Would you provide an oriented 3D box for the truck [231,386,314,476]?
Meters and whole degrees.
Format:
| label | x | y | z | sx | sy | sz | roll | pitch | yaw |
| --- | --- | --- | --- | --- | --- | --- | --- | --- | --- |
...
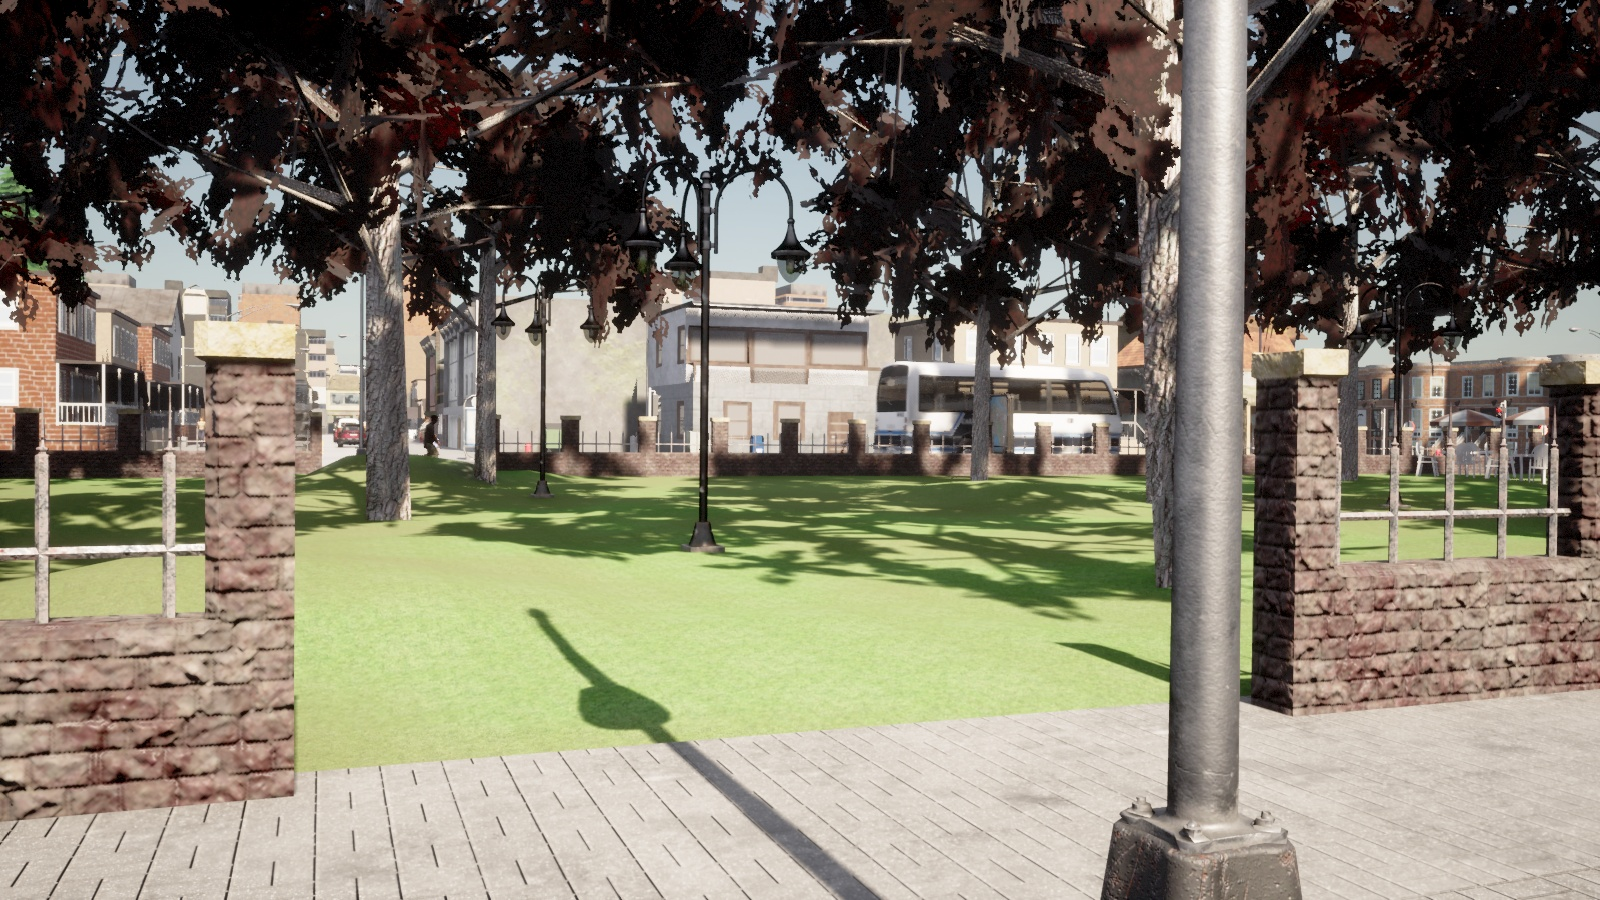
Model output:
| label | x | y | z | sx | sy | sz | roll | pitch | yaw |
| --- | --- | --- | --- | --- | --- | --- | --- | --- | --- |
| truck | -21.961 | -0.796 | 52.166 | 2.891 | 3.462 | 7.936 | -1 | 1 | -24 |

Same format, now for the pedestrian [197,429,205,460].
| label | x | y | z | sx | sy | sz | roll | pitch | yaw |
| --- | --- | --- | --- | --- | --- | --- | --- | --- | --- |
| pedestrian | -35.434 | -0.318 | 74.301 | 0.345 | 1.836 | 0.594 | -1 | 1 | -21 |

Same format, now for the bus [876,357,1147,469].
| label | x | y | z | sx | sy | sz | roll | pitch | yaw |
| --- | --- | --- | --- | --- | --- | --- | --- | --- | --- |
| bus | 8.633 | -1.505 | 51.195 | 10.273 | 4.253 | 3.944 | -1 | 1 | -21 |

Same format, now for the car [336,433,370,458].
| label | x | y | z | sx | sy | sz | roll | pitch | yaw |
| --- | --- | --- | --- | --- | --- | --- | --- | --- | --- |
| car | -30.305 | -0.329 | 85.098 | 2.033 | 1.649 | 4.856 | -1 | 1 | -21 |

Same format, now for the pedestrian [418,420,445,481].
| label | x | y | z | sx | sy | sz | roll | pitch | yaw |
| --- | --- | --- | --- | --- | --- | --- | --- | --- | --- |
| pedestrian | -11.145 | 0.010 | 37.977 | 0.703 | 1.840 | 0.431 | -1 | 1 | -21 |
